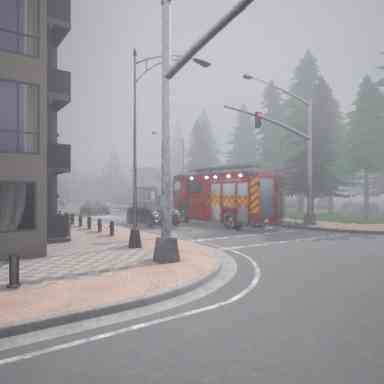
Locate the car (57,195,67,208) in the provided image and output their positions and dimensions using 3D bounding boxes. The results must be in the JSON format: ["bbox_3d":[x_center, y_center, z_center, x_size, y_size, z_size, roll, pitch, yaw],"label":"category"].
[{"bbox_3d":[-18.692,1.146,45.536,2.097,1.767,4.553,0,0,-35],"label":"car"}]

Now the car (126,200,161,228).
[{"bbox_3d":[-2.635,1.337,22.215,2.097,1.767,4.553,0,0,-35],"label":"car"}]

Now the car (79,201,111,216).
[{"bbox_3d":[-9.349,1.548,31.904,1.994,1.385,4.181,0,0,-35],"label":"car"}]

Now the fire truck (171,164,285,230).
[{"bbox_3d":[1.888,0.328,22.028,2.891,3.827,8.468,0,0,-35],"label":"fire truck"}]
